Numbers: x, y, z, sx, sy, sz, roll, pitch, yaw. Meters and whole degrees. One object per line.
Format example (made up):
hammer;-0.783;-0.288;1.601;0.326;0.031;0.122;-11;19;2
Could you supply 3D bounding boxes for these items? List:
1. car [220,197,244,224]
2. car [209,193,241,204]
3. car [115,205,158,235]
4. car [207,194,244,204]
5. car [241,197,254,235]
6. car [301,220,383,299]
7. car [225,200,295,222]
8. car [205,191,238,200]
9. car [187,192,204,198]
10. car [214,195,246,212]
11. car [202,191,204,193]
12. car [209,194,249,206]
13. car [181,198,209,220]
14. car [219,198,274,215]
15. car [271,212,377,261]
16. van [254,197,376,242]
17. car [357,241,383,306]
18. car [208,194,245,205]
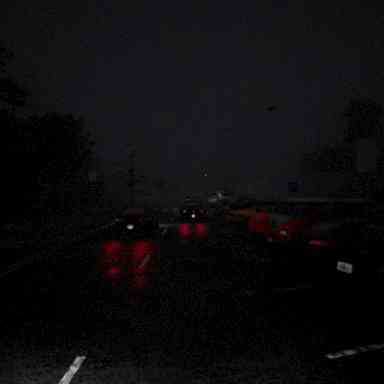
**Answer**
car;4.897;1.349;21.971;5.366;1.575;1.946;1;1;-20
car;5.082;1.189;39.925;4.892;1.521;2.231;1;1;-20
car;-2.899;1.429;17.954;1.812;1.442;4.674;0;1;0
car;5.246;1.120;51.924;5.366;1.575;1.946;1;0;-20
car;5.043;1.288;16.060;4.553;1.767;2.185;1;0;-20
car;5.096;1.505;7.129;4.792;1.488;2.163;1;0;-20
car;5.097;1.351;25.033;4.792;1.488;2.163;1;0;-20
car;5.101;0.916;42.925;5.566;2.045;2.435;1;0;-20
car;0.102;1.167;42.899;2.128;1.511;4.902;0;0;0
car;4.898;1.284;27.937;5.366;1.575;1.946;1;1;-20
car;4.901;1.081;60.739;5.366;1.575;1.946;1;1;-20
car;5.078;1.150;45.891;5.008;1.535;2.097;1;1;-20
car;0.101;1.416;26.251;1.895;1.301;4.718;0;1;0
car;5.067;1.300;30.985;4.674;1.452;2.002;1;0;-20
car;5.065;1.497;10.101;4.674;1.452;2.002;1;0;-20
van;4.965;1.213;13.032;4.442;1.987;1.878;1;1;-20
car;4.898;1.478;4.060;5.366;1.575;1.946;1;0;-20
car;5.066;1.136;48.877;4.892;1.521;2.231;1;0;-20
